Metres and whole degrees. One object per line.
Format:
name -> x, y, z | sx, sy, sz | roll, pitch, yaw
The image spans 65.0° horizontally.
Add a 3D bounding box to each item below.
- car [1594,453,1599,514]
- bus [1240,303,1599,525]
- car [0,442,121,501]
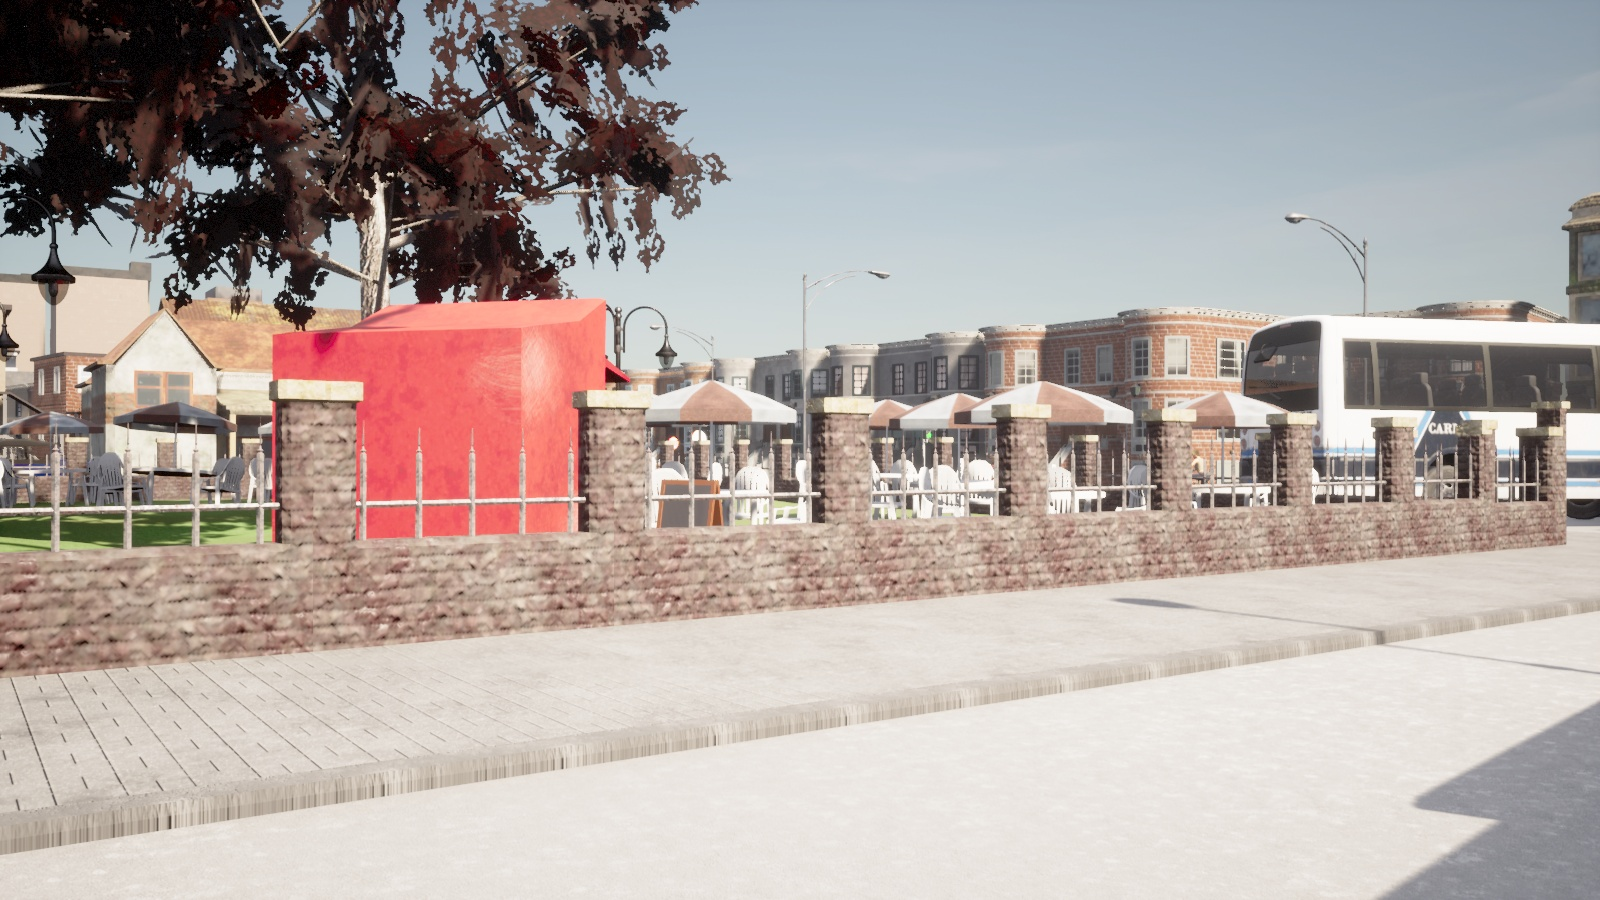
car -> 20.523, 0.747, 27.962 | 1.812, 1.442, 4.674 | -4, 1, -18
bus -> 15.176, -0.624, 26.885 | 10.273, 4.253, 3.944 | 0, -1, -11
car -> -25.020, 0.696, 41.988 | 3.866, 1.878, 1.905 | 0, 0, -35
